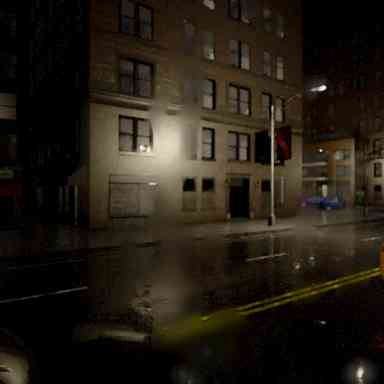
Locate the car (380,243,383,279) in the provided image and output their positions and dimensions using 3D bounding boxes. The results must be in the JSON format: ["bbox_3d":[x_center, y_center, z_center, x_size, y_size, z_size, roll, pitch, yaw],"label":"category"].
[{"bbox_3d":[6.569,1.460,8.194,5.008,1.535,1.882,0,0,-36],"label":"car"}]

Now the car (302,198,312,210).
[{"bbox_3d":[11.548,1.363,39.256,1.967,1.590,4.097,0,0,-36],"label":"car"}]

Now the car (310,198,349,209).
[{"bbox_3d":[18.077,1.505,43.921,1.947,1.339,4.313,0,0,-36],"label":"car"}]

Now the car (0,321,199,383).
[{"bbox_3d":[-2.044,1.527,1.974,4.674,1.442,1.812,0,0,-36],"label":"car"}]

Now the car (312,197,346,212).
[{"bbox_3d":[15.013,1.407,38.768,1.882,1.535,5.008,0,0,-36],"label":"car"}]
